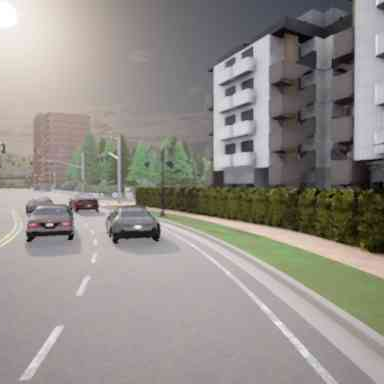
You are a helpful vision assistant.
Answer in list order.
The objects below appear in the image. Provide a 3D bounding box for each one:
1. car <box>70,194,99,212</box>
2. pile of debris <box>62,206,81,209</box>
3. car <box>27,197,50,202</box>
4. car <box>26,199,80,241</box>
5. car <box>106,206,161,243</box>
[{"bbox_3d":[-9.561,0.935,29.225,1.882,1.535,5.008,-1,1,-28],"label":"car"},{"bbox_3d":[-12.339,1.545,34.096,1.500,0.140,1.860,-1,1,-30],"label":"pile of debris"},{"bbox_3d":[-11.704,1.091,25.811,1.994,1.385,4.181,-1,1,-28],"label":"car"},{"bbox_3d":[-6.362,1.268,15.146,2.033,1.411,5.357,0,1,-20],"label":"car"},{"bbox_3d":[-2.700,1.284,14.739,1.994,1.385,4.181,0,1,-18],"label":"car"}]
